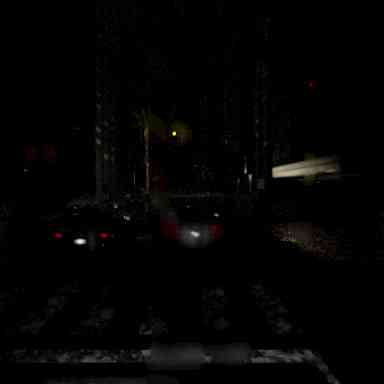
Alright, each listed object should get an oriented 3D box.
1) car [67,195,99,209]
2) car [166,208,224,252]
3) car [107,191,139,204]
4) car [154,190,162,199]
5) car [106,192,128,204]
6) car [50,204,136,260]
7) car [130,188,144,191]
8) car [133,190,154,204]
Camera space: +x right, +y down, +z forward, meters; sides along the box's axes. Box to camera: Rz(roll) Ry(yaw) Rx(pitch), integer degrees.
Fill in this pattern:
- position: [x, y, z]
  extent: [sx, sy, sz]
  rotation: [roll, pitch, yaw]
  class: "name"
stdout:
- position: [-9.863, 1.007, 30.426]
  extent: [1.812, 1.442, 4.674]
  rotation: [0, 1, 0]
  class: "car"
- position: [0.090, 1.303, 12.567]
  extent: [1.994, 1.385, 4.181]
  rotation: [0, 1, 0]
  class: "car"
- position: [-6.624, 0.963, 31.034]
  extent: [2.128, 1.511, 4.902]
  rotation: [0, 1, -2]
  class: "car"
- position: [-6.579, 0.397, 59.124]
  extent: [2.097, 1.767, 4.553]
  rotation: [0, 1, 0]
  class: "car"
- position: [-9.864, 0.793, 44.061]
  extent: [1.812, 1.442, 4.674]
  rotation: [0, 1, 0]
  class: "car"
- position: [-3.162, 1.335, 11.410]
  extent: [1.994, 1.385, 4.181]
  rotation: [0, 1, 0]
  class: "car"
- position: [-9.819, 0.252, 59.910]
  extent: [2.150, 2.045, 5.566]
  rotation: [0, 1, 1]
  class: "car"
- position: [-6.609, 0.781, 44.827]
  extent: [1.812, 1.442, 4.674]
  rotation: [0, 1, 0]
  class: "car"
